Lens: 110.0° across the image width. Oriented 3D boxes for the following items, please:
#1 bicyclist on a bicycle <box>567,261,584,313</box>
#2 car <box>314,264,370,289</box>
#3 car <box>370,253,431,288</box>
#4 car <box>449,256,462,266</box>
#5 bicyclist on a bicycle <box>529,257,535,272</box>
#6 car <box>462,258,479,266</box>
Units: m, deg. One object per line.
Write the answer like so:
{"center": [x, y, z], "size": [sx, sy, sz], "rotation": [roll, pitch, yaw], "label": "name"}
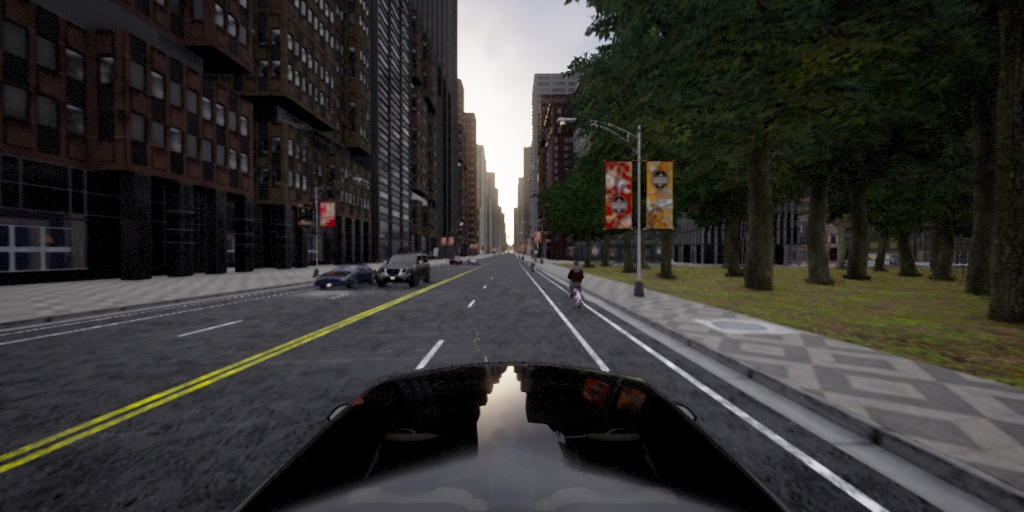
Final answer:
{"center": [2.247, 1.052, 12.773], "size": [0.659, 1.776, 1.843], "rotation": [0, 1, 0], "label": "bicyclist on a bicycle"}
{"center": [-9.855, 1.169, 21.956], "size": [2.033, 1.411, 5.357], "rotation": [0, 0, 0], "label": "car"}
{"center": [-6.606, 0.839, 22.576], "size": [2.150, 2.045, 5.566], "rotation": [0, 0, 0], "label": "car"}
{"center": [-9.793, 0.747, 63.249], "size": [2.097, 1.767, 4.553], "rotation": [0, 0, 0], "label": "car"}
{"center": [2.242, 0.945, 38.953], "size": [0.866, 1.612, 1.509], "rotation": [0, 1, 0], "label": "bicyclist on a bicycle"}
{"center": [-6.567, 0.976, 59.295], "size": [1.994, 1.385, 4.181], "rotation": [0, 0, 1], "label": "car"}
